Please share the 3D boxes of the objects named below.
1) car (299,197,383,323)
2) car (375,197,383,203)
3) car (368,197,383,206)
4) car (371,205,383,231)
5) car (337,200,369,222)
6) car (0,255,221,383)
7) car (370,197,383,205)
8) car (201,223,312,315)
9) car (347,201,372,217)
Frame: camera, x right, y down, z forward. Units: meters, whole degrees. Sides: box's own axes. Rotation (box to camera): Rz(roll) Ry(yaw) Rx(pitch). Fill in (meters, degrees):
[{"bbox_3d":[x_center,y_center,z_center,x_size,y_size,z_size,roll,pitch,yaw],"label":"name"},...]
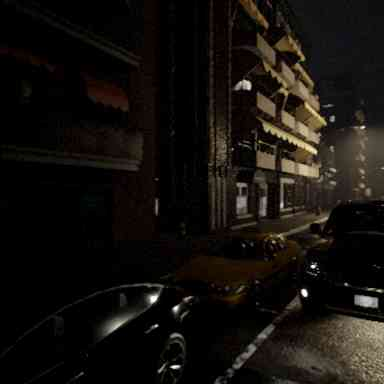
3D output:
[{"bbox_3d":[3.963,1.228,7.146,2.150,2.045,5.566,0,0,32],"label":"car"},{"bbox_3d":[40.603,1.699,71.818,1.802,1.307,4.206,0,0,32],"label":"car"},{"bbox_3d":[30.925,1.632,55.974,2.008,1.369,4.403,0,0,32],"label":"car"},{"bbox_3d":[12.728,1.591,21.200,1.994,1.385,4.181,0,0,32],"label":"car"},{"bbox_3d":[13.181,1.467,27.099,1.967,1.590,4.097,0,0,32],"label":"car"},{"bbox_3d":[-1.606,1.558,3.036,1.947,1.339,4.313,0,0,32],"label":"car"},{"bbox_3d":[33.883,1.643,60.786,2.008,1.369,4.403,0,0,32],"label":"car"},{"bbox_3d":[1.263,1.523,7.704,1.752,1.417,4.829,0,0,32],"label":"car"},{"bbox_3d":[16.138,1.617,31.911,1.802,1.307,4.206,0,0,32],"label":"car"}]
